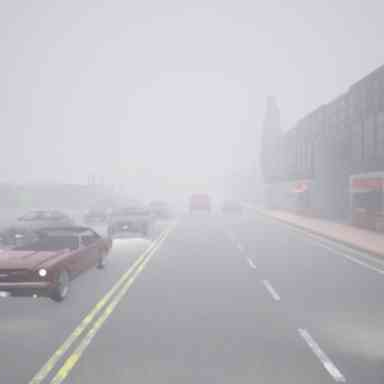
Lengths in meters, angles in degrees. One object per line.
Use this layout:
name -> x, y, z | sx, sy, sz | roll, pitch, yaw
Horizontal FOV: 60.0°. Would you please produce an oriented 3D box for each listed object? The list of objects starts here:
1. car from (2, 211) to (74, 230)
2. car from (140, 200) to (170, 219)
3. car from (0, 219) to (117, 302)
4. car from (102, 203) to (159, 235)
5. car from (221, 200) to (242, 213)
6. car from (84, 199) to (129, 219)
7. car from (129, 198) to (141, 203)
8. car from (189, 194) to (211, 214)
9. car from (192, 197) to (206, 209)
car -> -6.840, 1.557, 15.221 | 1.994, 1.385, 4.181 | 0, 0, 1
car -> -2.930, 1.499, 28.755 | 1.837, 1.490, 4.892 | 0, 0, 1
car -> -3.484, 1.597, 8.407 | 1.895, 1.301, 4.718 | 0, 0, 1
car -> -3.246, 1.559, 18.466 | 1.994, 1.385, 4.181 | 0, 0, 2
car -> 4.258, 1.561, 36.304 | 1.994, 1.385, 4.181 | 0, 0, 1
car -> -6.532, 1.344, 25.231 | 2.097, 1.767, 4.553 | 0, 0, 2
car -> -6.269, 1.468, 35.344 | 1.882, 1.535, 5.008 | 0, 0, 1
car -> 0.833, 1.217, 35.370 | 2.150, 2.045, 5.566 | 0, 0, 1
car -> 1.053, 1.471, 47.687 | 1.882, 1.535, 5.008 | 0, 0, 2
